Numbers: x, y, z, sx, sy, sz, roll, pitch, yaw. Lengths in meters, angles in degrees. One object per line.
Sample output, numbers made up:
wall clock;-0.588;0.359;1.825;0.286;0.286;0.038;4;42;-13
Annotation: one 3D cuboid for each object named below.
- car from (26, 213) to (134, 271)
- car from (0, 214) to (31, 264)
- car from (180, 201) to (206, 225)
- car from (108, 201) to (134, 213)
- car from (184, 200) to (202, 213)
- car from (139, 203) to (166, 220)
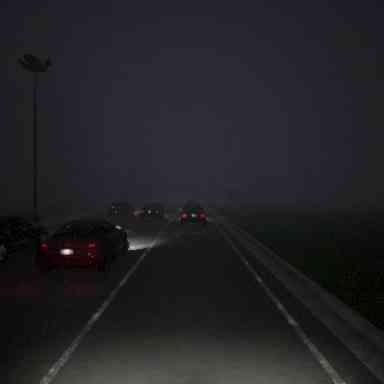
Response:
car;-3.399;1.605;11.037;1.994;1.385;4.181;0;0;0
car;-6.900;1.549;11.904;1.837;1.490;4.892;0;0;0
car;0.099;1.640;24.821;2.033;1.411;5.357;0;0;0
car;-6.900;1.612;32.732;2.128;1.511;4.902;0;0;0
car;0.096;1.713;40.204;1.994;1.385;4.181;0;0;0
car;-3.400;1.655;29.140;2.033;1.411;5.357;0;0;0
